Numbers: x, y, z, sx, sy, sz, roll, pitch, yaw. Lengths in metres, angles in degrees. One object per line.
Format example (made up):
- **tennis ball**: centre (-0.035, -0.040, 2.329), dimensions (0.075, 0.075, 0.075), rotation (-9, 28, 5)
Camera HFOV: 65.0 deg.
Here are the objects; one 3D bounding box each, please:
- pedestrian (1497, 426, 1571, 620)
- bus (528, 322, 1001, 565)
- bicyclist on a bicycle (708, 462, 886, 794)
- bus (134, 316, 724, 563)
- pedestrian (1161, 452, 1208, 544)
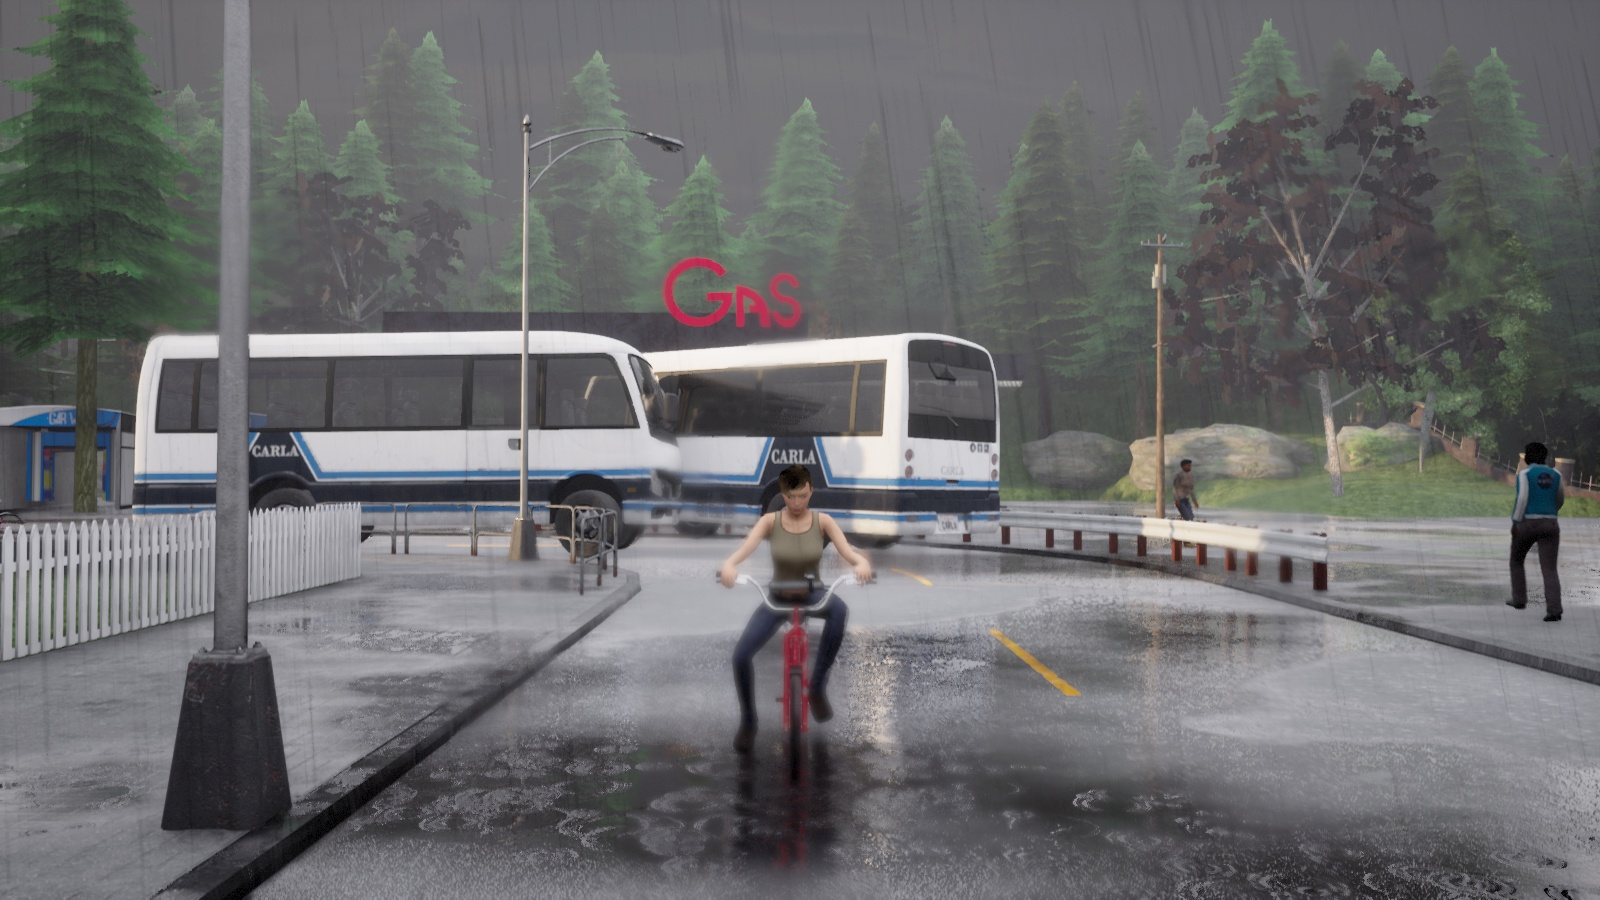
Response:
- **pedestrian**: centre (7.518, 0.737, 12.880), dimensions (0.396, 1.930, 0.692), rotation (0, -1, 7)
- **bus**: centre (-1.152, -0.053, 26.959), dimensions (10.273, 4.253, 3.944), rotation (0, -2, 43)
- **bicyclist on a bicycle**: centre (-0.014, 0.882, 6.895), dimensions (0.866, 1.612, 1.509), rotation (0, -1, 0)
- **bus**: centre (-6.826, -0.075, 24.507), dimensions (10.273, 4.253, 3.944), rotation (-1, -3, 2)
- **pedestrian**: centre (7.694, 0.958, 25.142), dimensions (0.328, 1.805, 0.869), rotation (1, -1, -36)
